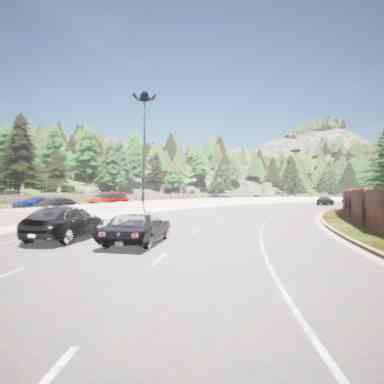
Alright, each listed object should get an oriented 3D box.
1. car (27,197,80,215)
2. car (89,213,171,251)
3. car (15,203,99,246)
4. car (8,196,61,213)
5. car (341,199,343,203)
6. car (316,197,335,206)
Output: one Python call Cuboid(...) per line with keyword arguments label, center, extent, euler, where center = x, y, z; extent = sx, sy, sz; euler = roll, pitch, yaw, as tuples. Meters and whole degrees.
Cuboid(label="car", center=(-12.693, 1.251, 30.862), extent=(1.837, 1.490, 4.892), euler=(1, 0, 18))
Cuboid(label="car", center=(-2.219, 1.530, 13.845), extent=(1.895, 1.301, 4.718), euler=(1, 0, 9))
Cuboid(label="car", center=(-5.571, 1.389, 14.715), extent=(1.837, 1.490, 4.892), euler=(0, 0, 9))
Cuboid(label="car", center=(-15.584, 1.178, 33.313), extent=(1.882, 1.535, 5.008), euler=(1, 0, 18))
Cuboid(label="car", center=(32.435, 1.656, 68.103), extent=(4.181, 1.385, 1.994), euler=(1, 0, -37))
Cuboid(label="car", center=(22.895, 1.616, 57.070), extent=(1.837, 1.490, 4.892), euler=(1, 0, 41))
